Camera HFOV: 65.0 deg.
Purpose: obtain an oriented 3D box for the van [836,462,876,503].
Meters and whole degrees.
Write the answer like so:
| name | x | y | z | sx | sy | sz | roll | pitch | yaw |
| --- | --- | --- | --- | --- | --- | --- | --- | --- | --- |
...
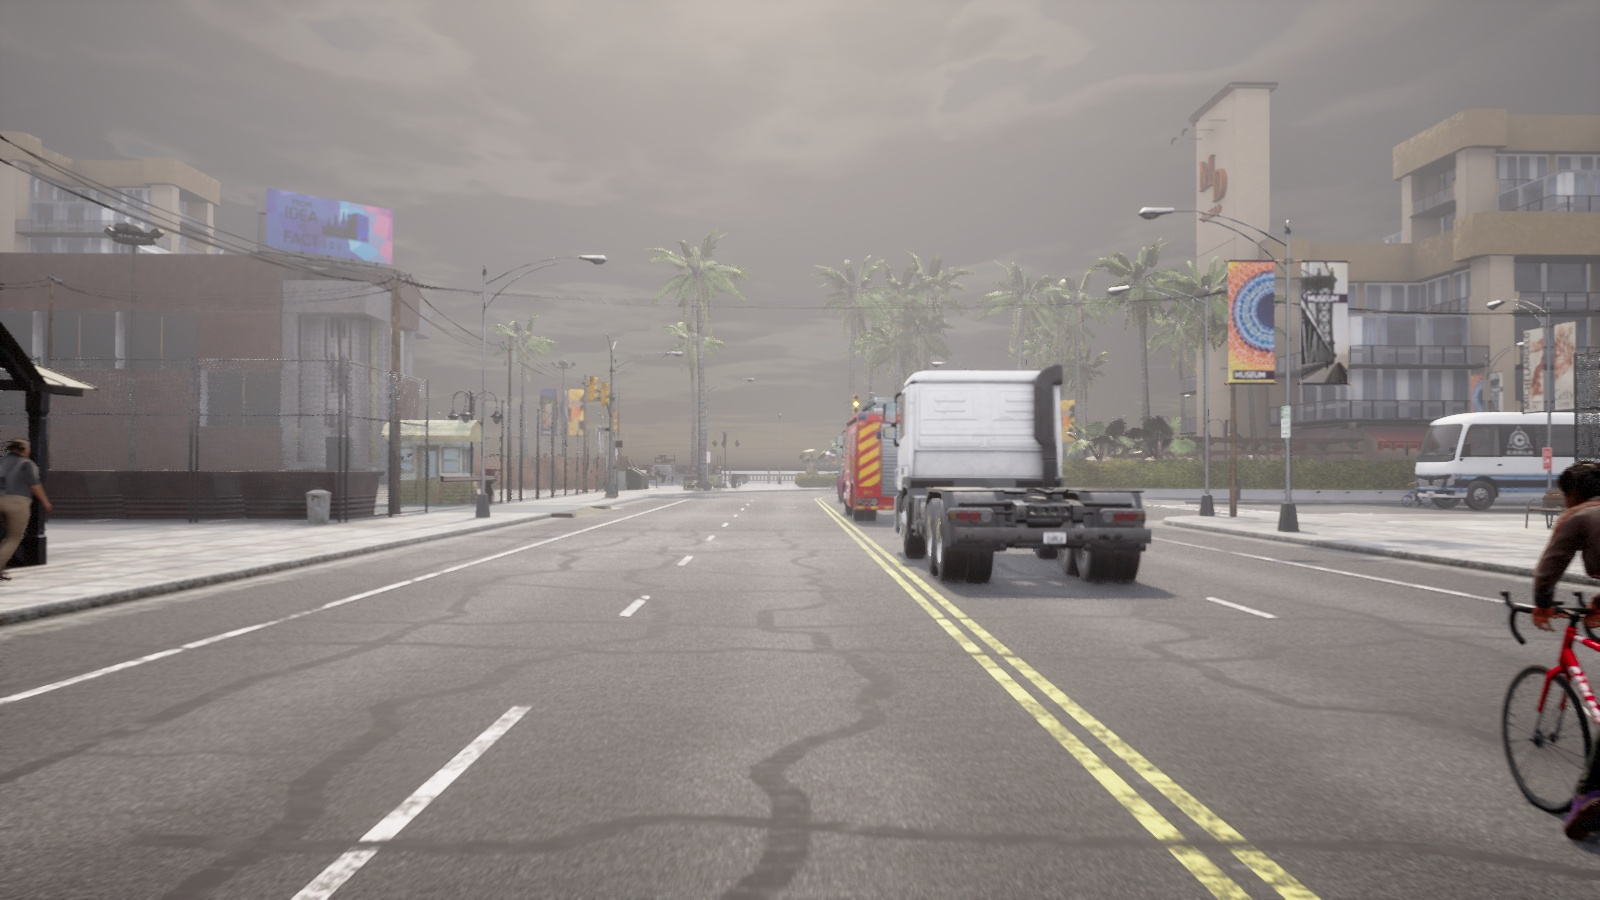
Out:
| name | x | y | z | sx | sy | sz | roll | pitch | yaw |
| --- | --- | --- | --- | --- | --- | --- | --- | --- | --- |
| van | 2.786 | 1.616 | 63.332 | 1.775 | 1.987 | 4.442 | 0 | -1 | -1 |

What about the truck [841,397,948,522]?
| name | x | y | z | sx | sy | sz | roll | pitch | yaw |
| --- | --- | --- | --- | --- | --- | --- | --- | --- | --- |
| truck | 3.026 | 0.352 | 42.682 | 2.891 | 3.827 | 8.468 | 0 | -1 | -1 |

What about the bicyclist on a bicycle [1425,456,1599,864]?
| name | x | y | z | sx | sy | sz | roll | pitch | yaw |
| --- | --- | --- | --- | --- | --- | --- | --- | --- | --- |
| bicyclist on a bicycle | 3.462 | 0.846 | 5.504 | 0.582 | 1.620 | 1.656 | 0 | -1 | -1 |

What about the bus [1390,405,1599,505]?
| name | x | y | z | sx | sy | sz | roll | pitch | yaw |
| --- | --- | --- | --- | --- | --- | --- | --- | --- | --- |
| bus | 32.046 | 0.234 | 55.235 | 10.273 | 4.253 | 3.944 | 0 | -1 | -2 |

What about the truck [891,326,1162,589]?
| name | x | y | z | sx | sy | sz | roll | pitch | yaw |
| --- | --- | --- | --- | --- | --- | --- | --- | --- | --- |
| truck | 3.287 | 0.164 | 20.570 | 2.891 | 3.462 | 7.936 | 0 | -1 | -1 |

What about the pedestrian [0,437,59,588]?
| name | x | y | z | sx | sy | sz | roll | pitch | yaw |
| --- | --- | --- | --- | --- | --- | --- | --- | --- | --- |
| pedestrian | -9.836 | 0.775 | 15.809 | 0.540 | 1.848 | 0.694 | 0 | -1 | 8 |
